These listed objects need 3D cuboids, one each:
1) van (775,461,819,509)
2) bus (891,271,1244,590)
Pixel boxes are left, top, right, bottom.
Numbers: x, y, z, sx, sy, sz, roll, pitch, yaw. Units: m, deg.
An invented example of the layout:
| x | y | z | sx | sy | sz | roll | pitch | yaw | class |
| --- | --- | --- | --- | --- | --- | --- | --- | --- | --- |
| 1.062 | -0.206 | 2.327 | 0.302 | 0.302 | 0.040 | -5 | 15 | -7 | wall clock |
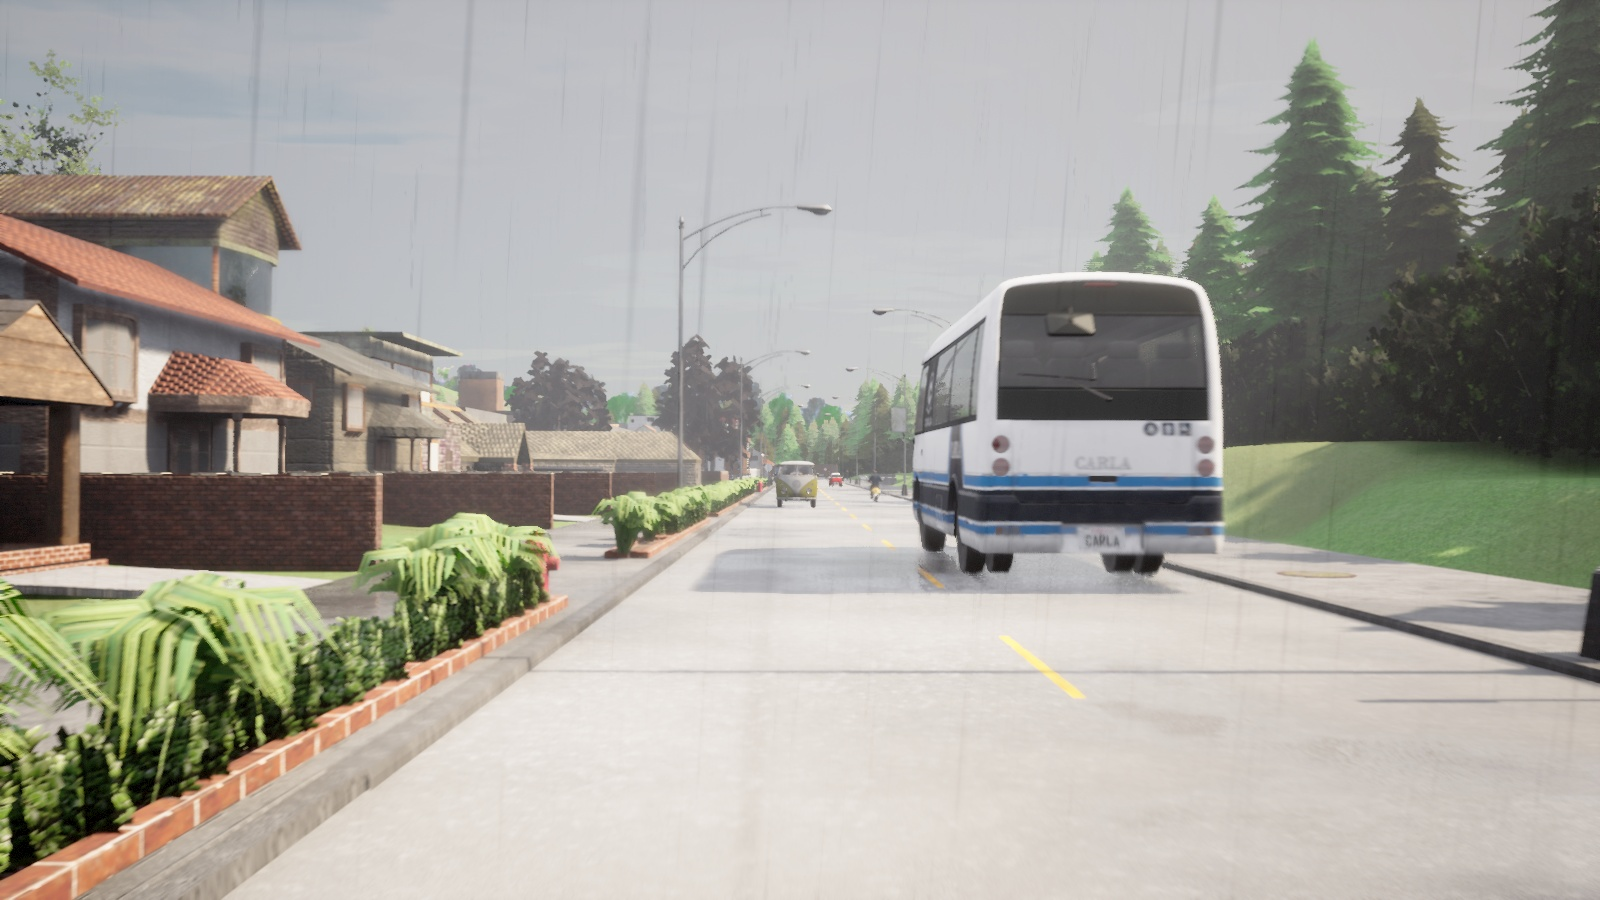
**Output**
| x | y | z | sx | sy | sz | roll | pitch | yaw | class |
| --- | --- | --- | --- | --- | --- | --- | --- | --- | --- |
| -0.132 | 1.473 | 54.058 | 1.775 | 1.987 | 4.442 | 0 | -1 | 0 | van |
| 3.940 | -0.211 | 21.925 | 3.944 | 4.253 | 10.273 | 0 | -1 | 0 | bus |
